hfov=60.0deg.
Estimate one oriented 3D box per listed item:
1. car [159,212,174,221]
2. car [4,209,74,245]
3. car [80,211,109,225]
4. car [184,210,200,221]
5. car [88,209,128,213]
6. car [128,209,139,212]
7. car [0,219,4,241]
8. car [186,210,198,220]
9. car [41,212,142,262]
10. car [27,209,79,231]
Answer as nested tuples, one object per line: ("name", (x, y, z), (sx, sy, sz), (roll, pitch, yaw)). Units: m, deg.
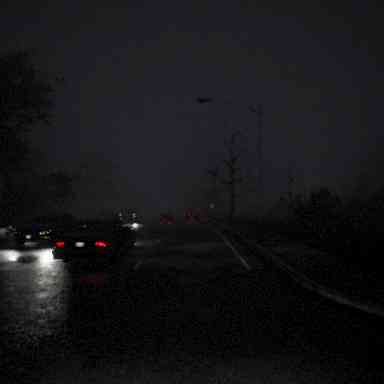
("car", (-3.495, 3.383, 46.190), (1.895, 1.301, 4.718), (0, -3, 0))
("car", (-7.088, 1.772, 16.842), (1.837, 1.490, 4.892), (0, -2, 0))
("car", (-10.574, 2.755, 36.448), (1.812, 1.442, 4.674), (0, -3, 0))
("car", (0.005, 3.262, 45.749), (1.837, 1.490, 4.892), (0, -3, 0))
("car", (-7.079, 2.265, 27.335), (2.033, 1.411, 5.357), (0, -3, 0))
("car", (-7.066, 2.681, 38.142), (2.097, 1.767, 4.553), (0, -4, 0))
("car", (-10.615, 1.786, 15.934), (2.033, 1.411, 5.357), (0, -2, -4))
("car", (0.006, 3.826, 56.178), (1.882, 1.535, 5.008), (0, -3, 0))
("car", (-3.397, 1.695, 12.578), (2.033, 1.411, 5.357), (0, -1, 0))
("car", (-10.583, 2.112, 25.742), (1.882, 1.535, 5.008), (0, -3, 0))
